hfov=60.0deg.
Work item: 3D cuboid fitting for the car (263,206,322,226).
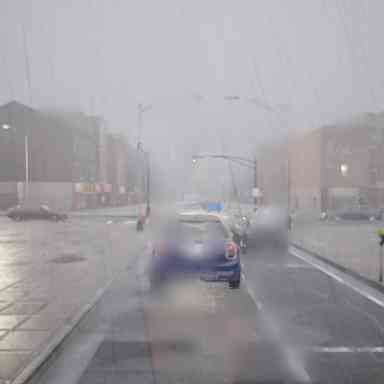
[{"bbox_3d":[6.994,1.824,25.181,4.674,1.442,1.812,1,-1,-12],"label":"car"}]

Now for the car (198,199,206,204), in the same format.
[{"bbox_3d":[2.594,2.550,88.056,1.802,1.307,4.206,-2,-1,0],"label":"car"}]

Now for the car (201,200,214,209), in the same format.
[{"bbox_3d":[2.605,2.056,56.317,2.008,1.369,4.403,-1,-1,0],"label":"car"}]

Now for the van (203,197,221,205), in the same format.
[{"bbox_3d":[2.607,1.663,40.450,1.690,1.788,3.998,-1,-1,0],"label":"van"}]

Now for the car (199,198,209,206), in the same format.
[{"bbox_3d":[2.597,2.161,72.189,1.967,1.590,4.097,-1,-1,0],"label":"car"}]

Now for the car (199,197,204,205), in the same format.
[{"bbox_3d":[2.602,1.755,51.032,2.192,1.841,5.009,-1,-1,0],"label":"car"}]

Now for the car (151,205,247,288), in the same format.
[{"bbox_3d":[0.094,1.408,9.567,2.097,1.767,4.553,0,0,0],"label":"car"}]

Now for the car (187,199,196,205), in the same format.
[{"bbox_3d":[-0.023,2.384,81.291,2.128,1.511,4.902,0,-1,0],"label":"car"}]

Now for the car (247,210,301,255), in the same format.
[{"bbox_3d":[2.622,1.634,13.491,2.008,1.369,4.403,-1,0,0],"label":"car"}]

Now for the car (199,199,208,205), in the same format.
[{"bbox_3d":[2.597,2.345,77.477,1.887,1.381,4.507,-1,-1,0],"label":"car"}]

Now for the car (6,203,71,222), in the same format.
[{"bbox_3d":[-11.726,1.577,25.539,4.674,1.442,1.812,1,0,2],"label":"car"}]

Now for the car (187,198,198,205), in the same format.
[{"bbox_3d":[-0.018,2.304,71.325,1.895,1.301,4.718,0,-1,0],"label":"car"}]

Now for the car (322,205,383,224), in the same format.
[{"bbox_3d":[13.666,1.856,28.447,4.902,1.511,2.128,1,0,0],"label":"car"}]
